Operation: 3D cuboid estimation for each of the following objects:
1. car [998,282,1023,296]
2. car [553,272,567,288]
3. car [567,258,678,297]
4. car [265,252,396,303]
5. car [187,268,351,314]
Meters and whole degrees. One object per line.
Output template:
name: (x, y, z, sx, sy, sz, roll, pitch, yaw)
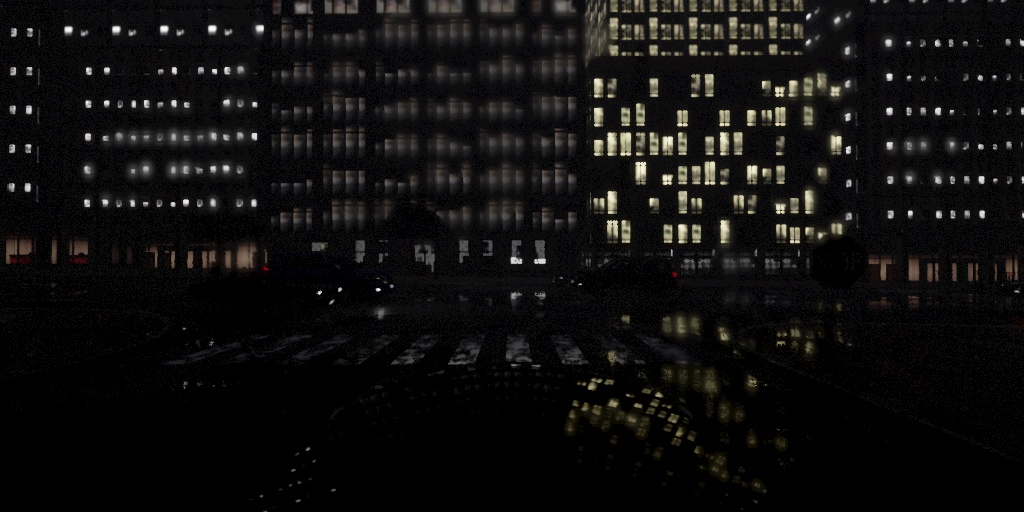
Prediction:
car: (34.123, 1.982, 22.639, 4.718, 1.301, 1.895, 1, -1, 1)
car: (5.131, 1.400, 22.949, 4.902, 1.511, 2.128, 1, -1, 1)
car: (6.120, 1.106, 19.693, 5.566, 2.045, 2.150, 1, -1, 1)
car: (-8.249, 0.920, 16.373, 5.566, 2.045, 2.150, 2, 0, 1)
car: (-8.799, 1.254, 13.143, 4.718, 1.301, 1.895, 3, -1, 1)
